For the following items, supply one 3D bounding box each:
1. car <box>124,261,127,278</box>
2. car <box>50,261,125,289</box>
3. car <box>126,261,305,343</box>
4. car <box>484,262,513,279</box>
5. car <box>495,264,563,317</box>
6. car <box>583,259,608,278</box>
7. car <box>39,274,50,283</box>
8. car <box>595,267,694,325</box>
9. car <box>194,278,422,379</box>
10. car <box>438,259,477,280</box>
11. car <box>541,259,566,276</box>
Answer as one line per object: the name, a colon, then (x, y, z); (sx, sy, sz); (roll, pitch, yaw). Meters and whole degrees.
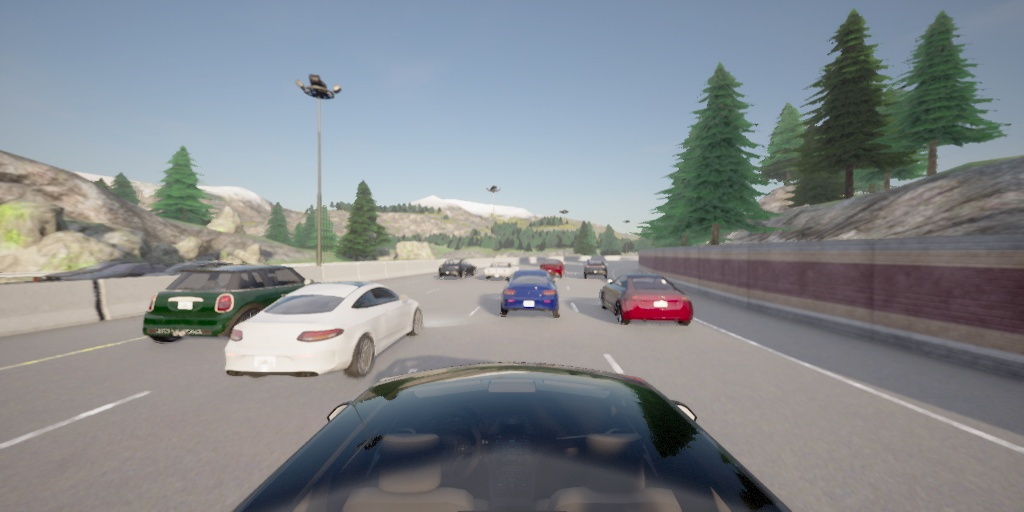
car: (-16.447, 1.033, 18.738); (1.837, 1.490, 4.892); (0, 0, 7)
car: (-19.928, 1.056, 19.113); (2.033, 1.411, 5.357); (0, 1, 7)
car: (-6.535, 1.004, 9.428); (2.097, 1.767, 4.553); (0, 1, 3)
car: (-0.665, 1.107, 27.891); (1.895, 1.301, 4.718); (0, 1, 11)
car: (0.675, 1.178, 12.573); (1.812, 1.442, 4.674); (0, 1, 5)
car: (6.966, 1.009, 29.999); (2.128, 1.511, 4.902); (0, 1, 13)
car: (-23.228, 1.025, 20.987); (2.033, 1.411, 5.357); (0, 1, 7)
car: (4.114, 1.240, 11.570); (1.994, 1.385, 4.181); (0, 1, 4)
car: (-3.200, 1.213, 7.064); (1.812, 1.442, 4.674); (0, 1, 2)
car: (-4.167, 0.981, 28.080); (2.128, 1.511, 4.902); (0, 1, 11)
car: (3.460, 0.977, 30.377); (1.882, 1.535, 5.008); (0, 1, 12)
